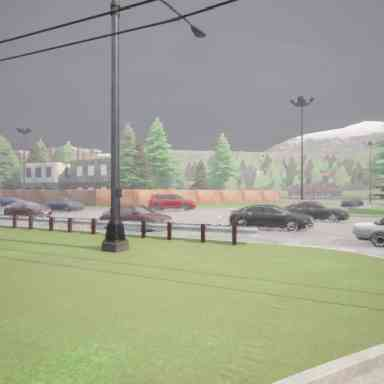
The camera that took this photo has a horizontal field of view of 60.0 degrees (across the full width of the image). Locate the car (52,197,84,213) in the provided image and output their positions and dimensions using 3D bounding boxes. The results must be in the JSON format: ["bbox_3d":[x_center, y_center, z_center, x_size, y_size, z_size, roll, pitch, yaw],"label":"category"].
[{"bbox_3d":[-14.212,1.352,36.997,4.553,1.767,2.097,0,0,27],"label":"car"}]

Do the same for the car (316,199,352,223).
[{"bbox_3d":[9.224,1.506,25.222,4.892,1.490,1.837,-1,0,27],"label":"car"}]

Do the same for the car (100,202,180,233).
[{"bbox_3d":[-3.345,1.526,19.793,4.674,1.442,1.812,1,0,26],"label":"car"}]

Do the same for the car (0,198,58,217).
[{"bbox_3d":[-14.454,1.526,29.284,4.674,1.442,1.812,0,0,27],"label":"car"}]

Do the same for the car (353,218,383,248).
[{"bbox_3d":[9.148,1.601,13.508,4.718,1.301,1.895,0,0,27],"label":"car"}]

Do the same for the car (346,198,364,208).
[{"bbox_3d":[23.236,1.547,48.224,2.033,1.411,5.357,0,0,43],"label":"car"}]

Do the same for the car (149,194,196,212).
[{"bbox_3d":[-2.313,1.221,39.061,5.566,2.045,2.150,0,1,3],"label":"car"}]

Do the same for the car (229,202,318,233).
[{"bbox_3d":[4.610,1.506,19.706,4.892,1.490,1.837,-1,0,27],"label":"car"}]
